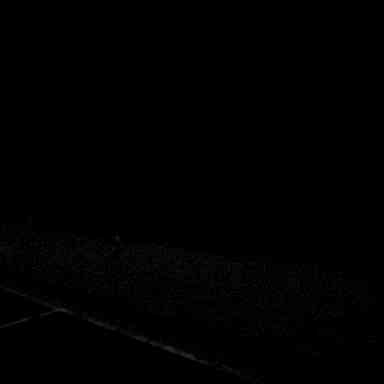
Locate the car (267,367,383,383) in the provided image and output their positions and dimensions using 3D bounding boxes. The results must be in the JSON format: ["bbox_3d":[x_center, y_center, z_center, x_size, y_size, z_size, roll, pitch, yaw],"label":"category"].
[{"bbox_3d":[2.149,1.591,1.323,4.206,1.307,1.802,1,0,36],"label":"car"}]
